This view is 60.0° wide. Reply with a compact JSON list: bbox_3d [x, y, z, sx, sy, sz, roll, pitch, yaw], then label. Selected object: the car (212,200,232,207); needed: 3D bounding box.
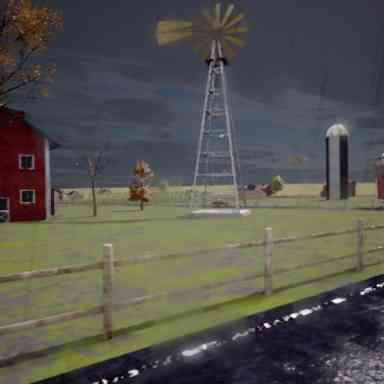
[{"bbox_3d":[6.094,2.400,67.876,1.994,1.385,4.181,-1,-1,-41],"label":"car"}]
